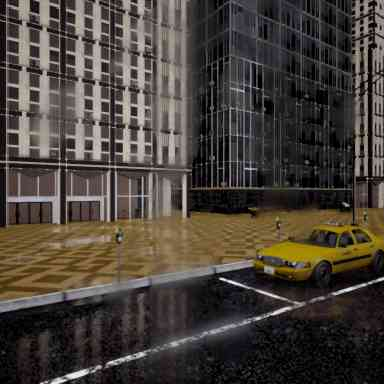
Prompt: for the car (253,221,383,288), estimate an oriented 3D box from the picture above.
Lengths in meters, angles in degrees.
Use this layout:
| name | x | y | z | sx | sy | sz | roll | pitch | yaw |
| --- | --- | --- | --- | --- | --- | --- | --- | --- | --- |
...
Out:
| name | x | y | z | sx | sy | sz | roll | pitch | yaw |
| --- | --- | --- | --- | --- | --- | --- | --- | --- | --- |
| car | 3.784 | 1.526 | 9.246 | 4.829 | 1.417 | 1.752 | 0 | 0 | -35 |
